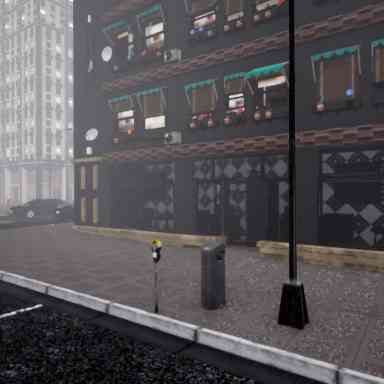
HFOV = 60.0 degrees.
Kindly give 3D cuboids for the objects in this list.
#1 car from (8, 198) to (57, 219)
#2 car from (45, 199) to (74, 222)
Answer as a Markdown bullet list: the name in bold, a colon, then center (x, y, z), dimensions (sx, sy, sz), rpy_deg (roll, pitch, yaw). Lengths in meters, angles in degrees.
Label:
- **car**: center (-11.882, 1.239, 26.388), dimensions (1.837, 1.490, 4.892), rpy_deg (0, 1, 35)
- **car**: center (-7.317, 1.279, 22.792), dimensions (1.947, 1.339, 4.313), rpy_deg (1, 1, 35)
